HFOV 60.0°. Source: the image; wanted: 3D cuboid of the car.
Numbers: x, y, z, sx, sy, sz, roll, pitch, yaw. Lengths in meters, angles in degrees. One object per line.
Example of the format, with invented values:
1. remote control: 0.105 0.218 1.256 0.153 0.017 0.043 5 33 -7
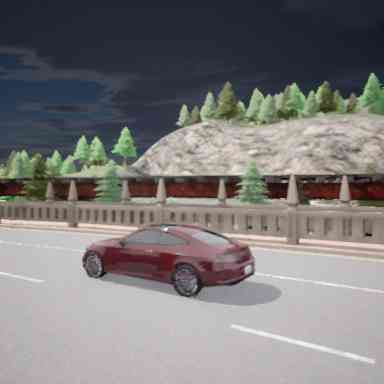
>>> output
1. car: -0.729 1.505 8.408 4.674 1.442 1.812 0 0 33
